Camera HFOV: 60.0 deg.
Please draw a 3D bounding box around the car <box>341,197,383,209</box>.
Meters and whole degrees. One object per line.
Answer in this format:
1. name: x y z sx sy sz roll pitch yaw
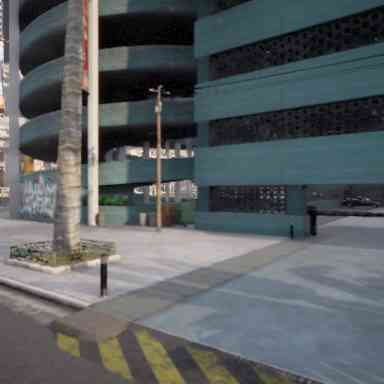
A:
1. car: 21.574 1.320 42.310 4.674 1.452 2.002 0 0 36
